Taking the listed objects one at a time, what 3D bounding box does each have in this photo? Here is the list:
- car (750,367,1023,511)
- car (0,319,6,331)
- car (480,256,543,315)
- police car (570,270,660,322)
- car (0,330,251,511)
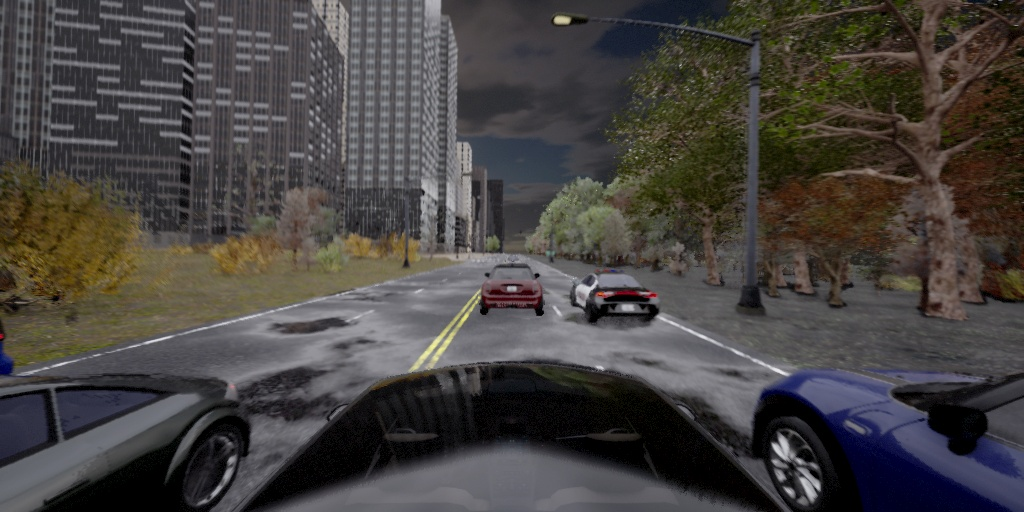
[{"bbox_3d":[3.261,1.200,1.431,2.097,1.767,4.553,2,1,0],"label":"car"},{"bbox_3d":[-6.611,1.011,1.549,2.150,2.045,5.566,1,1,0],"label":"car"},{"bbox_3d":[0.007,1.053,13.690,2.097,1.767,4.553,1,1,0],"label":"car"},{"bbox_3d":[3.256,1.251,12.472,2.038,1.542,4.974,0,0,0],"label":"police car"},{"bbox_3d":[-3.365,1.390,1.518,1.994,1.385,4.181,1,1,0],"label":"car"}]
